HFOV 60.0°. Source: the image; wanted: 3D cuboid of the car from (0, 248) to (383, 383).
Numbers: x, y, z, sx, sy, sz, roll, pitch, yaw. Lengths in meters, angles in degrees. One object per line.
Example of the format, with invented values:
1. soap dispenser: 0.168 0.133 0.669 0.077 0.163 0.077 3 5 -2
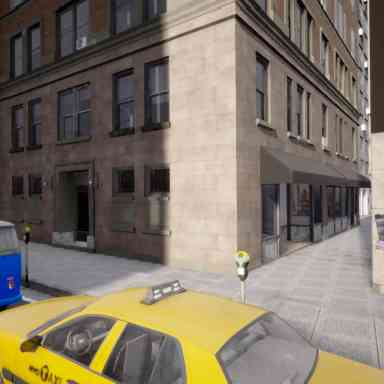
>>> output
1. car: -0.473 1.526 3.198 4.829 1.417 1.752 0 -1 36

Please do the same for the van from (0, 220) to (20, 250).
1. van: -4.946 1.342 6.404 3.998 1.788 1.690 0 -1 36
